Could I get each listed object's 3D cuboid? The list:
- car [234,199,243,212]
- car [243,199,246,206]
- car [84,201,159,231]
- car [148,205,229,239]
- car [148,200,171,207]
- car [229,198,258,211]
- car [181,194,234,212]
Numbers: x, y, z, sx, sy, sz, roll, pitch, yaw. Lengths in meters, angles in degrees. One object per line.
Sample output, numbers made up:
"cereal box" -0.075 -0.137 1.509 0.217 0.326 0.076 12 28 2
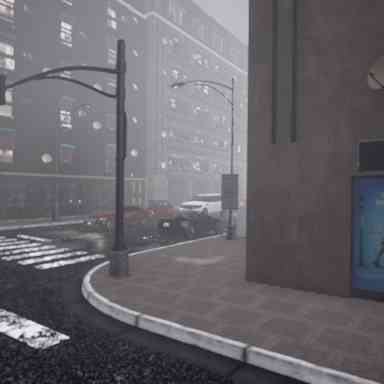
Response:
"car" 3.141 1.238 35.954 2.192 1.841 5.009 1 1 35
"car" 7.062 1.301 37.234 2.097 1.767 4.553 1 1 35
"car" -4.490 1.499 20.797 1.812 1.442 4.674 1 1 35
"car" -0.042 1.607 17.708 1.947 1.339 4.313 1 1 35
"car" -3.280 1.376 26.807 1.967 1.590 4.097 1 1 35
"car" 6.348 1.497 40.530 1.802 1.307 4.206 1 1 35
"car" 1.186 1.183 28.880 2.150 2.045 5.566 1 1 35
